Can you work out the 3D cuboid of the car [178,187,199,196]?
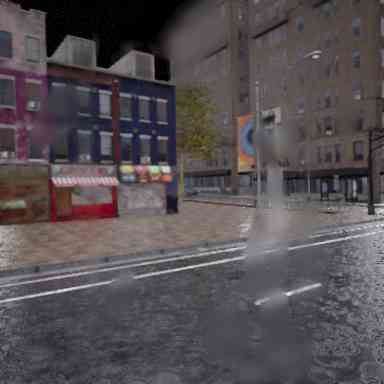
[{"bbox_3d":[-0.974,-0.197,54.900,2.033,1.411,5.357,-2,4,-35],"label":"car"}]
